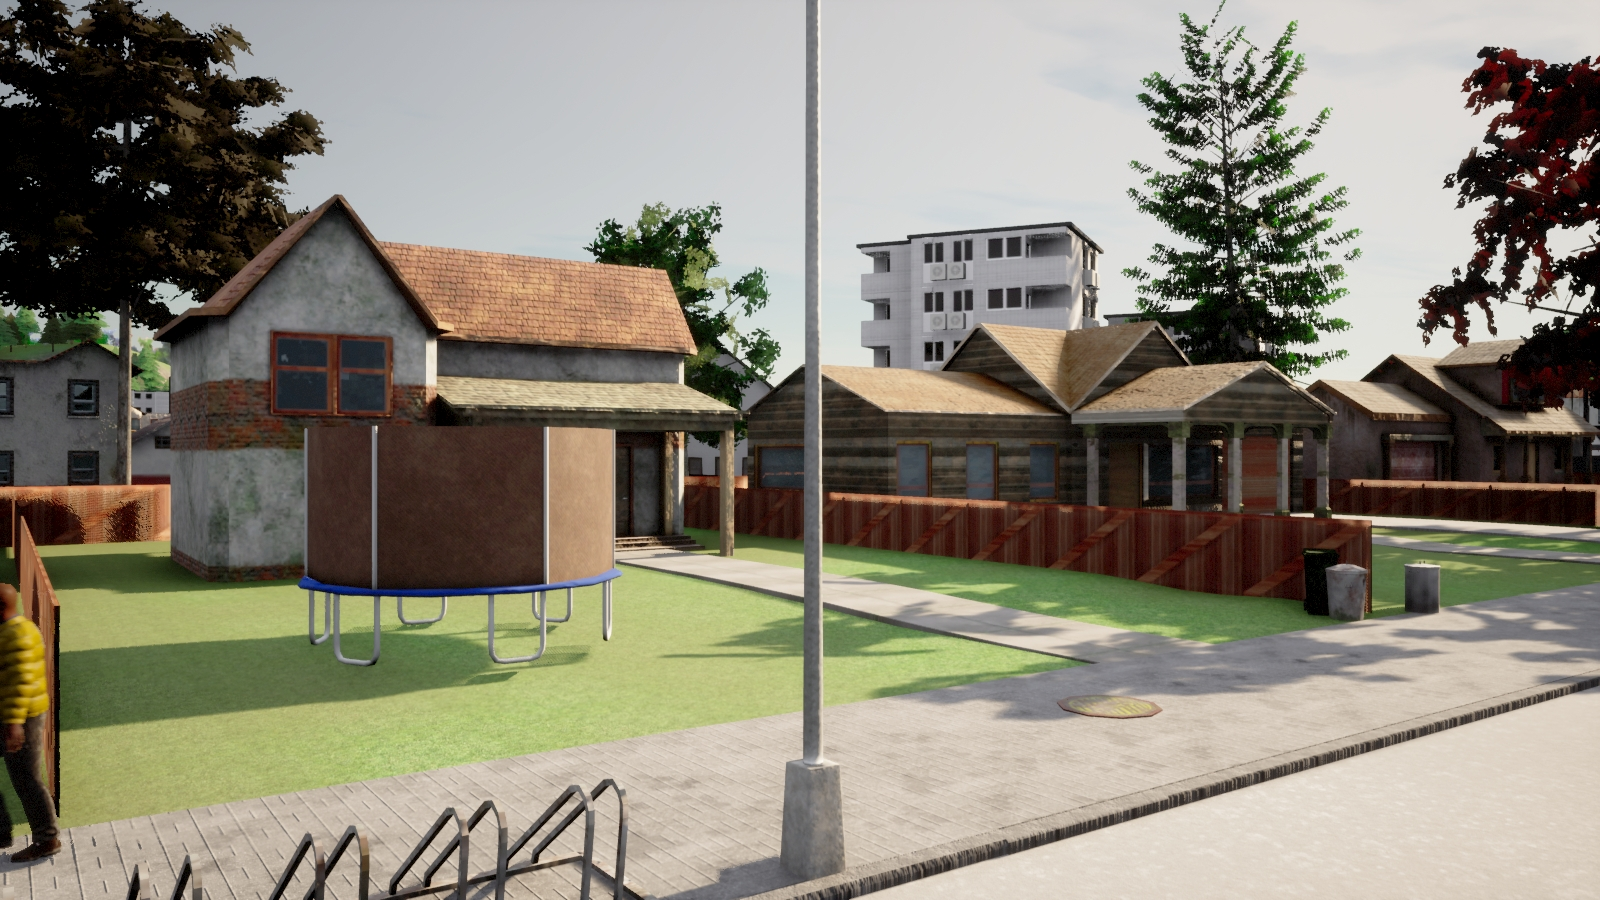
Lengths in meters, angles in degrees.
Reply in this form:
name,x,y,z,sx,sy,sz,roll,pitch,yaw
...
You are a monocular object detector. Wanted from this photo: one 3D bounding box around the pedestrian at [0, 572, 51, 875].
name,x,y,z,sx,sy,sz,roll,pitch,yaw
pedestrian,-5.083,1.744,7.395,0.375,1.860,0.375,0,0,-35
